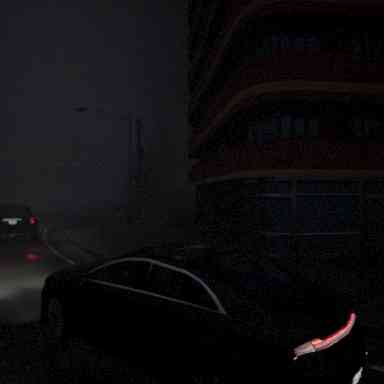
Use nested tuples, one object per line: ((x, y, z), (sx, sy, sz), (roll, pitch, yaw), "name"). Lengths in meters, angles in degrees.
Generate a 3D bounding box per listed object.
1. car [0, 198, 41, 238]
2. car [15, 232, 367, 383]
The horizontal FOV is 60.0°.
((-8.754, 1.352, 16.434), (2.097, 1.767, 4.553), (0, 0, -26), "car")
((-0.311, 1.493, 4.658), (4.902, 1.511, 2.128), (0, 0, 41), "car")
